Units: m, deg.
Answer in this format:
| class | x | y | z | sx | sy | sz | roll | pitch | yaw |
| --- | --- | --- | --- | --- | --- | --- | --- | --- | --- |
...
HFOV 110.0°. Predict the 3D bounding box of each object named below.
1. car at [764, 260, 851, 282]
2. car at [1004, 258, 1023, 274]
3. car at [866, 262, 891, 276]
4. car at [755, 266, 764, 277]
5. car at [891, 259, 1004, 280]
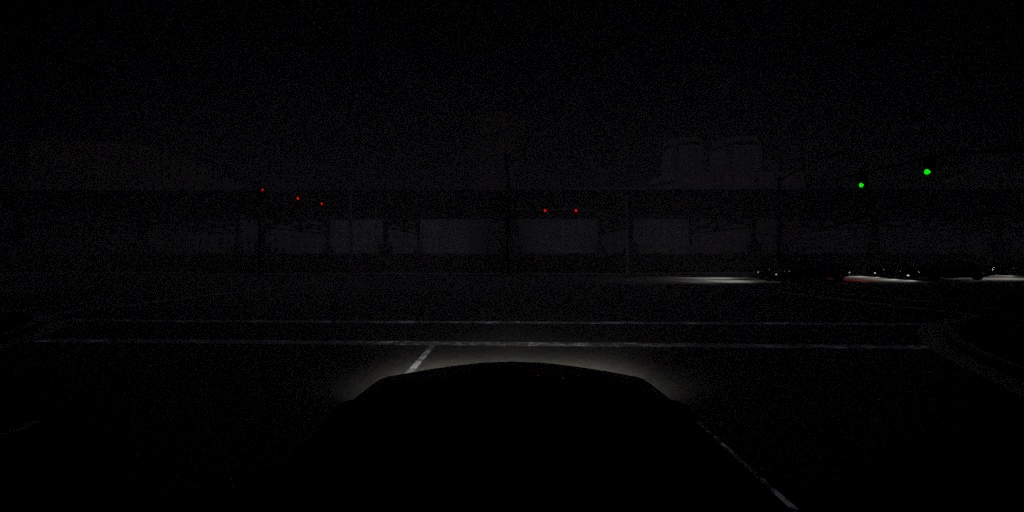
| class | x | y | z | sx | sy | sz | roll | pitch | yaw |
| --- | --- | --- | --- | --- | --- | --- | --- | --- | --- |
| car | 22.053 | 1.070 | 26.531 | 4.902 | 1.511 | 2.128 | -1 | 0 | 1 |
| car | 43.071 | 0.824 | 29.479 | 5.357 | 1.411 | 2.033 | -1 | 0 | 1 |
| car | 32.850 | 0.991 | 29.754 | 5.357 | 1.411 | 2.033 | -1 | 0 | 1 |
| car | 23.110 | 1.056 | 30.011 | 4.902 | 1.511 | 2.128 | -1 | 0 | 2 |
| car | 31.761 | 1.010 | 26.282 | 5.357 | 1.411 | 2.033 | -1 | 0 | 1 |
